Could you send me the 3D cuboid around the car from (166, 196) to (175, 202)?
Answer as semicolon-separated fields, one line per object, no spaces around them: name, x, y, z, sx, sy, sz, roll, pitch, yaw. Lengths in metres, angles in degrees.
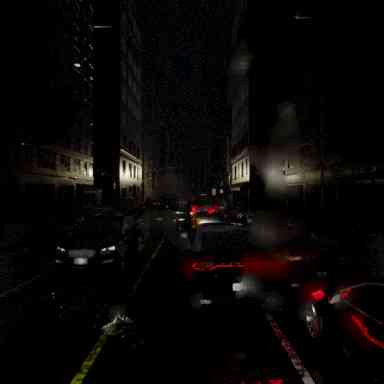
car;-5.181;1.569;80.272;2.008;1.369;4.403;0;0;0

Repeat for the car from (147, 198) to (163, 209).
car;-5.266;1.537;47.502;1.752;1.417;4.829;0;0;0

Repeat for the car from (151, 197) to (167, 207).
car;-5.251;1.564;53.191;2.008;1.369;4.403;0;0;0

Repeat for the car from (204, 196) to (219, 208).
car;2.760;1.452;47.660;1.967;1.590;4.097;0;0;0

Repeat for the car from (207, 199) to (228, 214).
car;2.731;1.559;36.622;2.008;1.369;4.403;0;0;0

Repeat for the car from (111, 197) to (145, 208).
car;-5.323;1.320;25.599;2.192;1.841;5.009;0;0;0

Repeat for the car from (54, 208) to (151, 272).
car;-2.820;1.493;10.892;2.128;1.511;4.902;0;0;0

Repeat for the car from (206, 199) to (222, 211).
car;2.745;1.592;42.141;1.802;1.307;4.206;0;0;0

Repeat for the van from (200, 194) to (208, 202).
van;2.844;1.360;80.260;1.690;1.788;3.998;0;0;0

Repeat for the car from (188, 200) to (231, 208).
car;0.855;1.460;18.405;1.801;1.575;5.366;0;0;0

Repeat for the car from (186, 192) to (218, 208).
car;0.887;1.230;24.242;2.150;2.045;5.566;0;0;0

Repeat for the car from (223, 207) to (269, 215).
car;2.674;1.553;14.546;2.008;1.369;4.403;0;0;0

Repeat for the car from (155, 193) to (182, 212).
car;-2.650;1.230;38.361;2.150;2.045;5.566;0;0;0

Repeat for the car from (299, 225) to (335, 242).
car;2.660;1.546;9.027;1.887;1.381;4.507;0;0;0

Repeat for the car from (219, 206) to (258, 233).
car;2.688;1.586;20.066;1.802;1.307;4.206;0;0;0

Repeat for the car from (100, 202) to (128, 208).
car;-5.333;1.529;19.912;1.752;1.417;4.829;0;0;0

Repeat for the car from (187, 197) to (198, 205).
car;0.152;1.615;58.945;1.895;1.301;4.718;0;0;0

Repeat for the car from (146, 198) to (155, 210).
car;-5.280;1.450;42.155;1.967;1.590;4.097;0;0;0

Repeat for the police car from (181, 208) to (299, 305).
police car;0.747;1.426;8.298;1.930;1.638;5.238;0;0;-2

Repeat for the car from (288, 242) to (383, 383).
car;2.645;1.566;3.509;1.947;1.339;4.313;0;0;0

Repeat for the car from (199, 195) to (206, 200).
car;2.874;1.603;91.622;1.802;1.307;4.206;0;0;0

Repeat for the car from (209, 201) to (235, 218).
car;2.717;1.558;31.104;2.008;1.369;4.403;0;0;0

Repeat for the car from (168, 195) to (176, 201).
car;-5.166;1.564;85.954;1.887;1.381;4.507;0;0;0

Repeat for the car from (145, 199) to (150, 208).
car;-5.308;1.589;31.117;1.802;1.307;4.206;0;0;0
